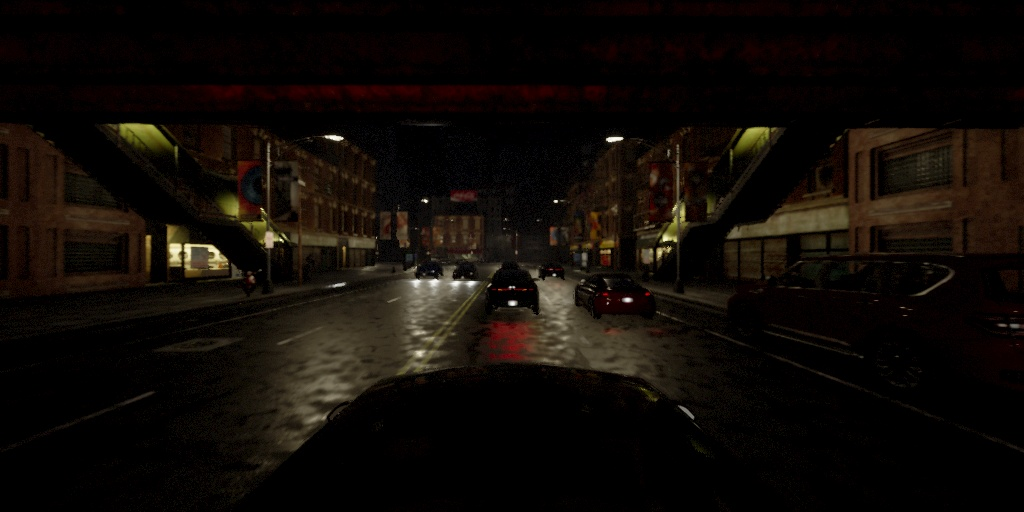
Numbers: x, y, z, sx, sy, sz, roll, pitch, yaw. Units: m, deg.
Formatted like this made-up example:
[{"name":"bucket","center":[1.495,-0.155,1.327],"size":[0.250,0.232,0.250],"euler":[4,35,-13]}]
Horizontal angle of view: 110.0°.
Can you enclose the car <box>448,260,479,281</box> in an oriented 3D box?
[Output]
[{"name":"car","center":[-3.877,1.290,30.681],"size":[2.033,1.411,5.357],"euler":[0,0,-1]}]

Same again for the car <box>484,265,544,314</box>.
[{"name":"car","center":[-0.003,1.251,13.835],"size":[1.837,1.490,4.892],"euler":[0,0,-1]}]

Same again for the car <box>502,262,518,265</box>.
[{"name":"car","center":[-0.179,1.246,30.801],"size":[1.837,1.490,4.892],"euler":[0,0,-1]}]

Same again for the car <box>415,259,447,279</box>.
[{"name":"car","center":[-7.391,1.269,32.406],"size":[1.812,1.442,4.674],"euler":[0,0,-1]}]

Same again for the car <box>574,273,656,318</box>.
[{"name":"car","center":[3.506,1.310,12.934],"size":[1.994,1.385,4.181],"euler":[0,0,-1]}]

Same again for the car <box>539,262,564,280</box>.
[{"name":"car","center":[3.322,1.245,30.784],"size":[1.837,1.490,4.892],"euler":[0,0,-1]}]
